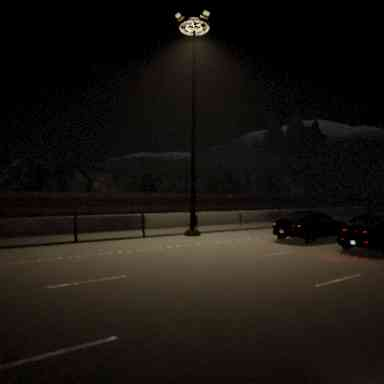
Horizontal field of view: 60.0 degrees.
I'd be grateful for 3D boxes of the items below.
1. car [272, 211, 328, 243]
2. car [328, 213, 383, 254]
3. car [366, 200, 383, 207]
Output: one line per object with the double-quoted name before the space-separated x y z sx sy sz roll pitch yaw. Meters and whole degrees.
"car" 6.041 1.665 16.765 4.674 1.442 1.812 0 0 -35
"car" 8.011 1.646 13.873 4.892 1.490 1.837 0 0 -35
"car" 35.975 2.235 65.426 4.718 1.301 1.895 1 0 -43
